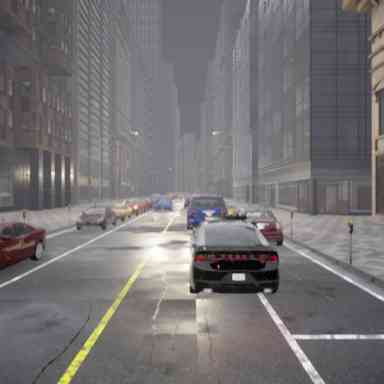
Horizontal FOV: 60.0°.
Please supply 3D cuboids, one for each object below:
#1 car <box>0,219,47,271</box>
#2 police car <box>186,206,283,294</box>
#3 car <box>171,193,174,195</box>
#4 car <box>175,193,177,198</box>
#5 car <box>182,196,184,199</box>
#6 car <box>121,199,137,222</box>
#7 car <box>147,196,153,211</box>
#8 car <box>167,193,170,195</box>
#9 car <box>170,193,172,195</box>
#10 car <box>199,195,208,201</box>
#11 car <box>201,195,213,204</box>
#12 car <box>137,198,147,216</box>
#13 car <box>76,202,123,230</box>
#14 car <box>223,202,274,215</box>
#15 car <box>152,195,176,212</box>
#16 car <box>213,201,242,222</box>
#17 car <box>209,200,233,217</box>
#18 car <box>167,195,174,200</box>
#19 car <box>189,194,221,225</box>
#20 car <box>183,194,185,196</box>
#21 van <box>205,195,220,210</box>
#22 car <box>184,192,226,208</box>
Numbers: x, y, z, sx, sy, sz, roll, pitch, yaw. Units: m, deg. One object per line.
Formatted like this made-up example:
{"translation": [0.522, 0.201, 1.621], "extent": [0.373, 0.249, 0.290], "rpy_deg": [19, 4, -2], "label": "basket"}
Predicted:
{"translation": [-5.781, 1.527, 9.483], "extent": [1.887, 1.381, 4.507], "rpy_deg": [0, 0, 0], "label": "car"}
{"translation": [0.880, 1.409, 8.897], "extent": [1.930, 1.638, 5.238], "rpy_deg": [0, 0, 0], "label": "police car"}
{"translation": [-5.933, 1.311, 76.704], "extent": [1.967, 1.590, 4.097], "rpy_deg": [0, 0, 0], "label": "car"}
{"translation": [-5.958, 1.169, 87.907], "extent": [2.192, 1.841, 5.009], "rpy_deg": [0, 0, 0], "label": "car"}
{"translation": [-0.080, 1.487, 45.266], "extent": [1.994, 1.385, 4.181], "rpy_deg": [0, 0, 0], "label": "car"}
{"translation": [-5.819, 1.480, 26.118], "extent": [1.752, 1.417, 4.829], "rpy_deg": [0, 0, 0], "label": "car"}
{"translation": [-5.845, 1.480, 37.491], "extent": [1.887, 1.381, 4.507], "rpy_deg": [0, 0, 0], "label": "car"}
{"translation": [-5.908, 1.330, 65.501], "extent": [1.967, 1.590, 4.097], "rpy_deg": [0, 0, 0], "label": "car"}
{"translation": [-5.921, 1.446, 71.102], "extent": [1.947, 1.339, 4.313], "rpy_deg": [0, 0, 0], "label": "car"}
{"translation": [2.591, 1.416, 76.734], "extent": [1.887, 1.381, 4.507], "rpy_deg": [0, 0, 0], "label": "car"}
{"translation": [2.630, 1.339, 59.928], "extent": [1.967, 1.590, 4.097], "rpy_deg": [0, 0, 0], "label": "car"}
{"translation": [-5.832, 1.385, 31.890], "extent": [1.967, 1.590, 4.097], "rpy_deg": [0, 0, 0], "label": "car"}
{"translation": [-5.807, 1.546, 20.686], "extent": [1.802, 1.307, 4.206], "rpy_deg": [0, 0, 0], "label": "car"}
{"translation": [2.732, 1.414, 15.111], "extent": [1.967, 1.590, 4.097], "rpy_deg": [0, 0, 0], "label": "car"}
{"translation": [-3.162, 1.413, 37.887], "extent": [1.882, 1.535, 5.008], "rpy_deg": [0, 0, 0], "label": "car"}
{"translation": [2.706, 1.480, 26.485], "extent": [1.752, 1.417, 4.829], "rpy_deg": [0, 0, 0], "label": "car"}
{"translation": [2.693, 1.490, 31.918], "extent": [1.887, 1.381, 4.507], "rpy_deg": [0, 0, 0], "label": "car"}
{"translation": [-5.972, 1.427, 93.509], "extent": [1.802, 1.307, 4.206], "rpy_deg": [0, 0, 0], "label": "car"}
{"translation": [0.844, 1.182, 24.818], "extent": [2.150, 2.045, 5.566], "rpy_deg": [0, 0, 0], "label": "car"}
{"translation": [-0.133, 1.465, 58.578], "extent": [1.994, 1.385, 4.181], "rpy_deg": [0, 0, 0], "label": "car"}
{"translation": [2.669, 1.268, 43.121], "extent": [1.690, 1.788, 3.998], "rpy_deg": [0, 0, 0], "label": "van"}
{"translation": [0.778, 1.191, 18.809], "extent": [2.150, 2.045, 5.566], "rpy_deg": [0, 0, -1], "label": "car"}
